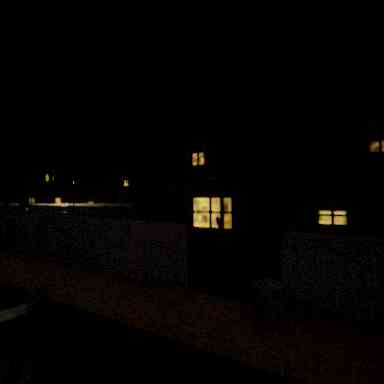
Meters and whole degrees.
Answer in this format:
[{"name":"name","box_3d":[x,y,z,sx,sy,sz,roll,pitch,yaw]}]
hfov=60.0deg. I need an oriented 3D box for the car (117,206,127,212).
[{"name":"car","box_3d":[-7.047,2.015,31.119,1.994,1.385,4.181,-1,-2,35]}]
